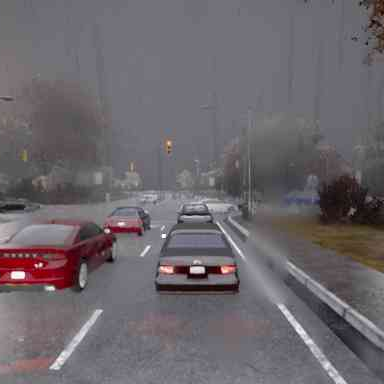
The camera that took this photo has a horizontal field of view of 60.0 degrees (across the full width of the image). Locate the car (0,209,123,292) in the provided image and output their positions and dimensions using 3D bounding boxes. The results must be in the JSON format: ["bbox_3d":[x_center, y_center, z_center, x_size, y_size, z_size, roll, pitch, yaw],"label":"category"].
[{"bbox_3d":[-3.393,1.460,8.961,1.882,1.535,5.008,0,0,0],"label":"car"}]

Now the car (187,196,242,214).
[{"bbox_3d":[2.082,1.350,31.786,4.674,1.442,1.812,0,0,-3],"label":"car"}]

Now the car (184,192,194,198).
[{"bbox_3d":[-0.446,0.852,86.147,2.128,1.511,4.902,0,1,-4],"label":"car"}]

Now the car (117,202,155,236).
[{"bbox_3d":[-3.390,1.487,17.948,1.994,1.385,4.181,0,0,0],"label":"car"}]

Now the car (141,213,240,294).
[{"bbox_3d":[0.105,1.530,8.887,2.033,1.411,5.357,0,0,0],"label":"car"}]

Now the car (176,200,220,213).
[{"bbox_3d":[0.139,1.410,18.580,2.128,1.511,4.902,0,0,-1],"label":"car"}]

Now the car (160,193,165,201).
[{"bbox_3d":[-7.019,1.066,65.379,2.128,1.511,4.902,0,1,0],"label":"car"}]

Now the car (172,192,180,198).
[{"bbox_3d":[-3.877,0.879,84.807,2.128,1.511,4.902,0,1,-3],"label":"car"}]

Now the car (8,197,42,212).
[{"bbox_3d":[-18.152,1.297,34.357,4.902,1.511,2.128,0,0,-6],"label":"car"}]

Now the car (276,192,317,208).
[{"bbox_3d":[13.787,0.964,43.157,5.566,2.045,2.150,0,0,-4],"label":"car"}]

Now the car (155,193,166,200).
[{"bbox_3d":[-7.083,0.992,75.767,2.128,1.511,4.902,0,1,-1],"label":"car"}]

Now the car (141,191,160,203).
[{"bbox_3d":[-7.064,0.878,55.206,2.150,2.045,5.566,0,0,0],"label":"car"}]

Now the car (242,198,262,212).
[{"bbox_3d":[4.969,1.289,35.452,4.902,1.511,2.128,0,0,-3],"label":"car"}]

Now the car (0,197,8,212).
[{"bbox_3d":[-19.853,1.361,30.280,4.674,1.442,1.812,0,0,2],"label":"car"}]

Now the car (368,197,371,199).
[{"bbox_3d":[24.088,1.286,43.735,5.357,1.411,2.033,0,0,-3],"label":"car"}]
